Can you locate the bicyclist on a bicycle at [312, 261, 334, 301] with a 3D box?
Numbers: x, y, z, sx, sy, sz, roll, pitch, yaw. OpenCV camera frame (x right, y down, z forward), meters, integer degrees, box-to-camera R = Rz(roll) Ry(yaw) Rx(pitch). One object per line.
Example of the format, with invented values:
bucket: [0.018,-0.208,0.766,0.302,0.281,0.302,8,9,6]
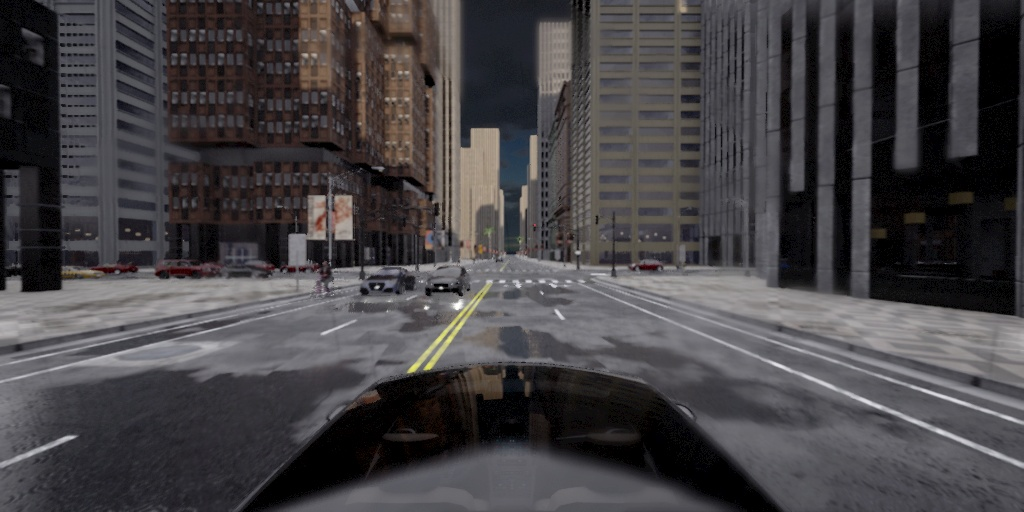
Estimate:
bicyclist on a bicycle: [-8.747,1.138,16.614,0.659,1.776,1.843,0,0,0]

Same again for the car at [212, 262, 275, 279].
car: [-24.721,1.485,33.367,4.313,1.339,1.948,0,0,0]

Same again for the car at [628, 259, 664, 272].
car: [16.688,1.142,45.012,4.097,1.591,1.967,0,0,0]

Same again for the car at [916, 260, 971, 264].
car: [43.844,1.226,36.332,4.097,1.591,1.967,0,0,0]

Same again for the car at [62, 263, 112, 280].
car: [-40.829,1.503,33.361,4.829,1.417,1.751,0,0,0]

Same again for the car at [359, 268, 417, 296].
car: [-6.553,1.334,19.400,1.994,1.385,4.181,0,0,0]

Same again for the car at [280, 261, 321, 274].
car: [-24.723,1.246,41.892,4.097,1.591,1.967,0,0,0]

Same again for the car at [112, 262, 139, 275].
car: [-46.422,1.430,41.882,4.507,1.381,1.888,0,0,0]

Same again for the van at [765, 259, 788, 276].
van: [27.523,1.143,36.425,3.998,1.789,1.690,0,0,0]

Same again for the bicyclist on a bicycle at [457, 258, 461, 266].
bicyclist on a bicycle: [-8.739,1.177,58.638,0.659,1.776,1.843,0,0,0]

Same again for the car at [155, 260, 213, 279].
car: [-30.147,1.253,33.365,5.009,1.841,2.192,0,0,0]

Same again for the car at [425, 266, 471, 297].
car: [-3.305,1.276,19.208,1.837,1.490,4.892,0,-1,0]
